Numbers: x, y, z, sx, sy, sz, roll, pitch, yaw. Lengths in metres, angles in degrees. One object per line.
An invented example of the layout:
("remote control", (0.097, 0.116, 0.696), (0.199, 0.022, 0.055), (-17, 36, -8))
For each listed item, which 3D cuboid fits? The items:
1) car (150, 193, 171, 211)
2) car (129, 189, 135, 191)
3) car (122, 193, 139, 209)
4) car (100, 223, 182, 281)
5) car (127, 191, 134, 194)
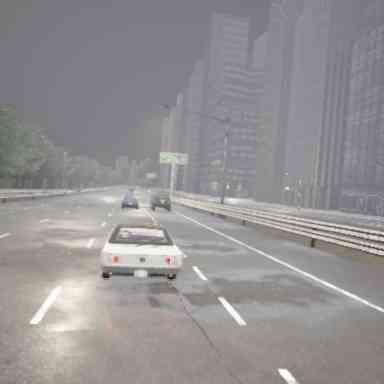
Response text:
("car", (-3.862, 1.207, 40.697), (2.150, 2.045, 5.566), (4, 0, -11))
("car", (-17.144, 0.663, 91.839), (1.882, 1.535, 5.008), (4, 0, -10))
("car", (-7.569, 1.277, 40.803), (1.994, 1.385, 4.181), (4, 0, -11))
("car", (-1.553, 1.554, 9.749), (1.895, 1.301, 4.718), (4, 0, -11))
("car", (-10.957, 1.080, 58.509), (1.812, 1.442, 4.674), (4, 0, -11))
